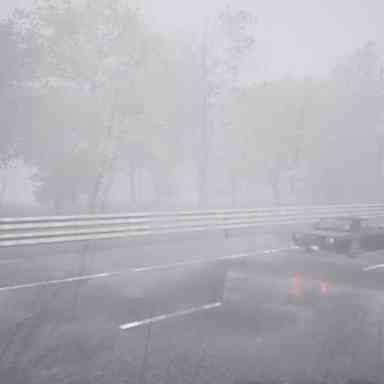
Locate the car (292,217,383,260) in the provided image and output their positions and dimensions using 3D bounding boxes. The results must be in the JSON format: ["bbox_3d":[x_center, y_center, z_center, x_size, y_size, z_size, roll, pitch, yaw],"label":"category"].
[{"bbox_3d":[5.964,1.573,12.331,4.718,1.301,1.895,0,0,-33],"label":"car"}]
